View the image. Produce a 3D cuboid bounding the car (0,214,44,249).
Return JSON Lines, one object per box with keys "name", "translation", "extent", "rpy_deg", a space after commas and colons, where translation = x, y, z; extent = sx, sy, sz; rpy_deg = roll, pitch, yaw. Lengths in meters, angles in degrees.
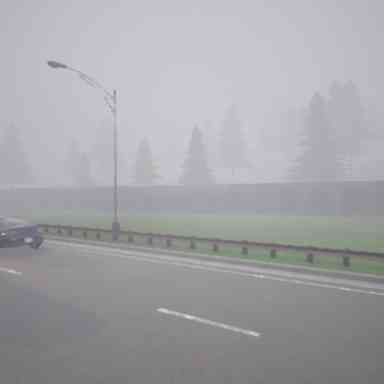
{"name": "car", "translation": [-8.046, 1.661, 13.921], "extent": [4.674, 1.442, 1.812], "rpy_deg": [0, 0, 36]}
